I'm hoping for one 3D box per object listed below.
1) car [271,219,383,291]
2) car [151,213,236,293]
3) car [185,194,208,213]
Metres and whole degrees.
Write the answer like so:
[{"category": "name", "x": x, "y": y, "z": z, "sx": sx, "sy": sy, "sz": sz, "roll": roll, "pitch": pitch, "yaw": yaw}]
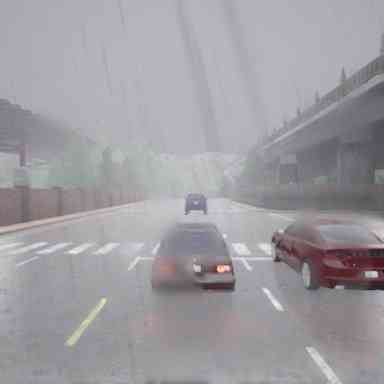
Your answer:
[{"category": "car", "x": 3.536, "y": 1.471, "z": 9.034, "sx": 1.882, "sy": 1.535, "sz": 5.008, "roll": 0, "pitch": 0, "yaw": 0}, {"category": "car", "x": 0.030, "y": 1.541, "z": 8.980, "sx": 2.033, "sy": 1.411, "sz": 5.357, "roll": 0, "pitch": 0, "yaw": 0}, {"category": "car", "x": 0.440, "y": 1.196, "z": 34.898, "sx": 2.150, "sy": 2.045, "sz": 5.566, "roll": 0, "pitch": 0, "yaw": 1}]
